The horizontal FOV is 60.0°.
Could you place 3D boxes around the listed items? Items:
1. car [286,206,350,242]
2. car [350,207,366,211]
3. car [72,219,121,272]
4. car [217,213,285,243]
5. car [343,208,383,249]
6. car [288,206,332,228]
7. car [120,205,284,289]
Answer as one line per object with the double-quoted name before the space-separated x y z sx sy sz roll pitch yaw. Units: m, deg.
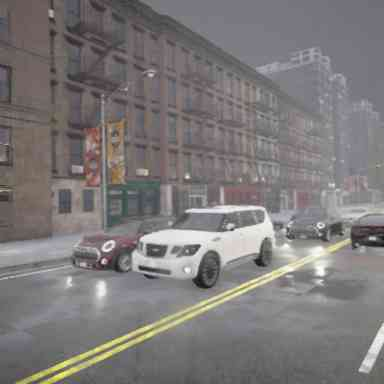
"car" 6.940 1.683 18.495 2.097 1.767 4.553 -2 -2 38
"car" 13.231 1.929 26.507 1.812 1.442 4.674 -2 -2 38
"car" -2.048 1.705 12.235 2.097 1.767 4.553 -2 -2 38
"car" 3.605 2.022 19.493 1.895 1.301 4.718 -2 -2 38
"car" 8.618 1.691 15.043 1.882 1.535 5.008 -2 -2 38
"car" 9.847 1.971 27.467 1.882 1.535 5.008 -2 -2 38
"car" 0.708 1.478 10.498 2.150 2.045 5.566 -2 -2 38
